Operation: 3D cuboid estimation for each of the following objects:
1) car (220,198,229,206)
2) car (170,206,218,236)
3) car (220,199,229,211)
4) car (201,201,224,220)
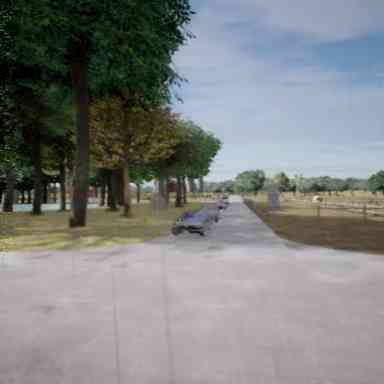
[{"bbox_3d":[7.438,2.252,75.143,1.882,1.535,5.008,-1,-1,7],"label":"car"},{"bbox_3d":[0.148,1.822,20.531,2.033,1.411,5.357,-1,-1,11],"label":"car"},{"bbox_3d":[4.319,2.137,51.253,1.994,1.385,4.181,-1,-1,7],"label":"car"},{"bbox_3d":[1.465,1.855,29.418,2.128,1.511,4.902,-1,-1,8],"label":"car"}]
